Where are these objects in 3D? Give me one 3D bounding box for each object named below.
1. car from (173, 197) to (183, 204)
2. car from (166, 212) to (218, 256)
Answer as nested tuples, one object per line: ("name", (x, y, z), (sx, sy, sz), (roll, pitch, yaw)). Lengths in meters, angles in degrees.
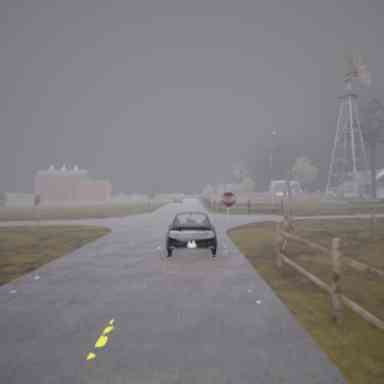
("car", (-2.781, 1.685, 67.368), (2.033, 1.411, 5.357), (0, 0, 0))
("car", (-0.033, 1.559, 13.479), (2.128, 1.511, 4.902), (0, 0, -1))
